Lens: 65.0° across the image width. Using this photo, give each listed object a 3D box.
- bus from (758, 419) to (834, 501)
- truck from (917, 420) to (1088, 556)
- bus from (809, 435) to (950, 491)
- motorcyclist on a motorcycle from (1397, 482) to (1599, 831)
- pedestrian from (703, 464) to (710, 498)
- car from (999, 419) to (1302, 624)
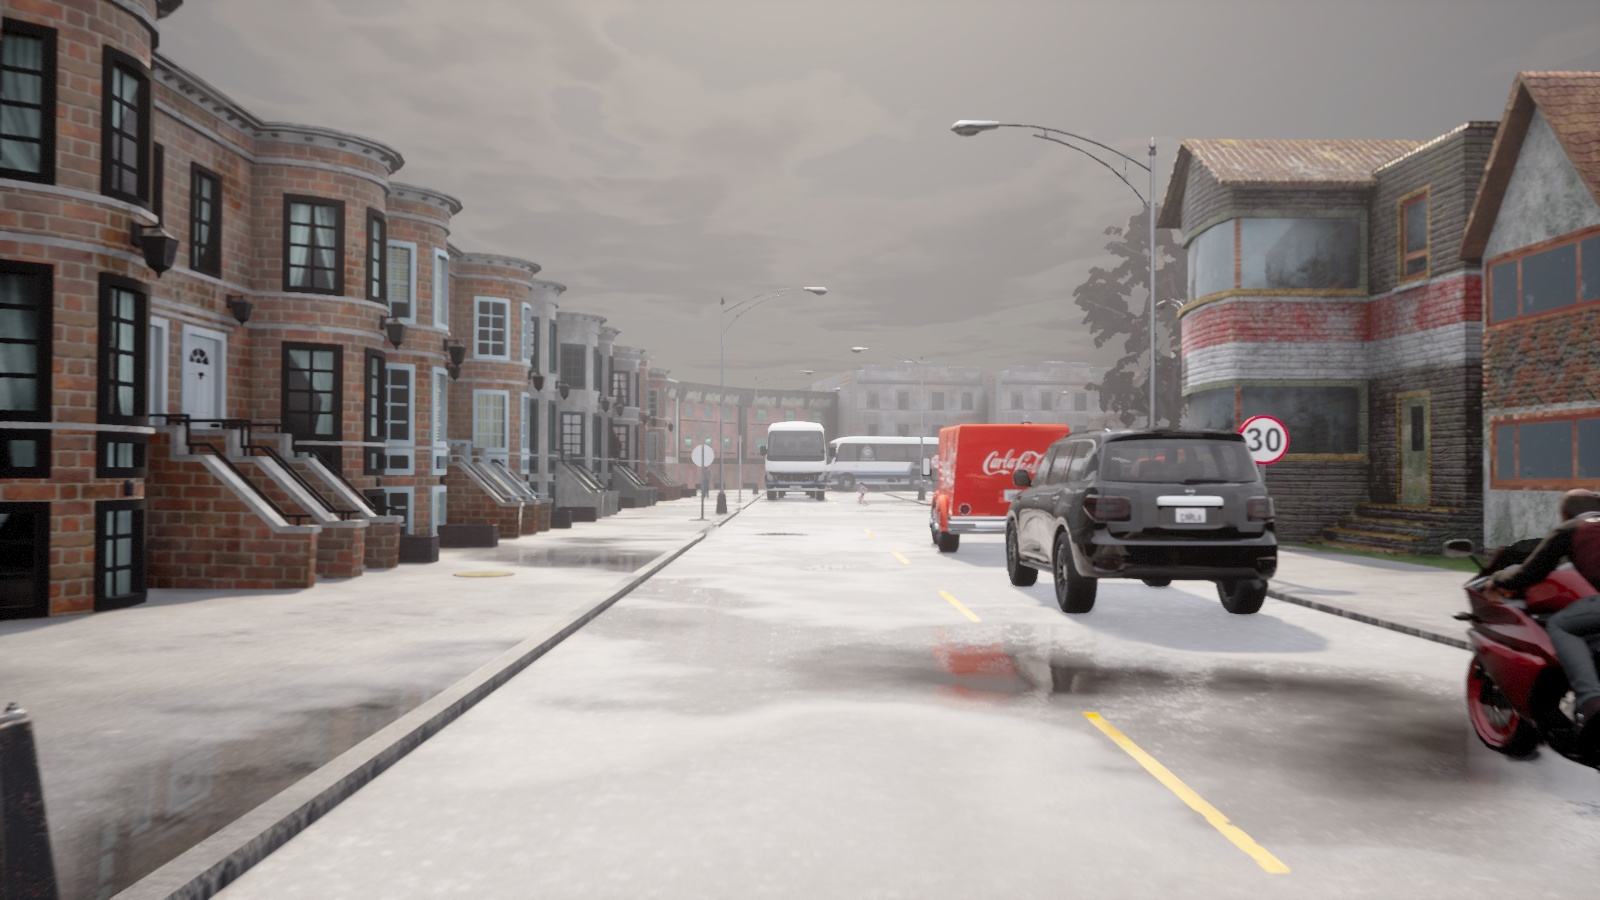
[{"bbox_3d":[-0.186,0.618,70.426,3.944,4.253,10.273,0,-1,0],"label":"bus"},{"bbox_3d":[3.933,0.740,25.537,2.627,2.467,5.204,0,-1,0],"label":"truck"},{"bbox_3d":[6.182,1.057,98.079,10.273,4.253,3.944,0,-2,-12],"label":"bus"},{"bbox_3d":[3.985,0.940,6.352,0.866,1.530,2.191,0,-1,0],"label":"motorcyclist on a motorcycle"},{"bbox_3d":[-5.085,1.692,68.566,0.354,1.836,0.706,0,-1,-6],"label":"pedestrian"},{"bbox_3d":[3.962,0.774,15.403,2.150,2.045,5.566,0,-1,0],"label":"car"}]
